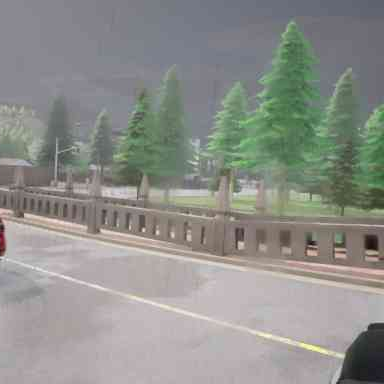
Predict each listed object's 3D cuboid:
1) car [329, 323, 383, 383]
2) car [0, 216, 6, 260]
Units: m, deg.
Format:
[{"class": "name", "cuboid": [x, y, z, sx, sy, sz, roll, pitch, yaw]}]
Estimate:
[{"class": "car", "cuboid": [3.214, 1.600, 1.699, 4.718, 1.301, 1.895, 0, 0, 36]}, {"class": "car", "cuboid": [-7.333, 0.930, 9.180, 5.566, 2.045, 2.150, 4, 2, 35]}]
